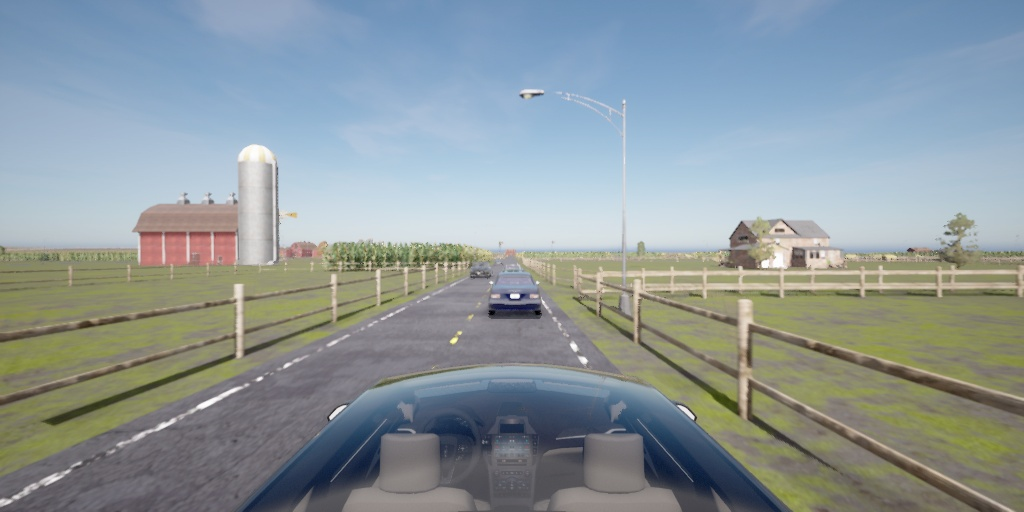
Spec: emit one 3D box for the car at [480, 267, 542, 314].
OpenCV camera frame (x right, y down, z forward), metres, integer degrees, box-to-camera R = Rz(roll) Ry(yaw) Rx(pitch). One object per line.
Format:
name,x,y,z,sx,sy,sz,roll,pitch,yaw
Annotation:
car,0.096,1.310,13.763,2.033,1.411,5.357,0,0,0

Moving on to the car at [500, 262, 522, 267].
car,0.098,1.378,32.038,1.895,1.301,4.718,0,0,0

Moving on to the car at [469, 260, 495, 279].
car,-2.847,1.283,33.414,1.837,1.490,4.892,0,0,0
